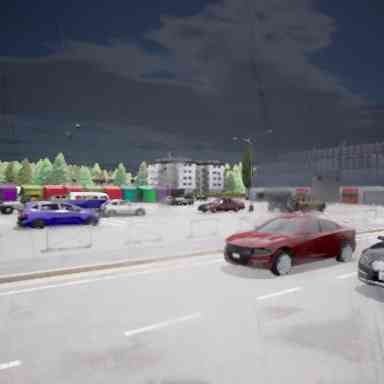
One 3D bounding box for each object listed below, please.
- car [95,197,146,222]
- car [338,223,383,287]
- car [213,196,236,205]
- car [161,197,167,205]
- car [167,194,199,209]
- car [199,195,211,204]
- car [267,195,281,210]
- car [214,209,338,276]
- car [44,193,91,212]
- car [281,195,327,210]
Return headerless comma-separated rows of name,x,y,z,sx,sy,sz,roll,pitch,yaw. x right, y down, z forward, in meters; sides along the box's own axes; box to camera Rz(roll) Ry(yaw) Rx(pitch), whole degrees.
car,-5.846,1.423,28.211,3.806,1.475,1.970,0,0,-35
car,6.065,1.514,8.306,4.902,1.511,2.128,0,0,-36
car,7.585,1.669,77.890,1.994,1.385,4.181,0,0,-34
car,-3.063,1.463,54.460,3.806,1.475,1.970,0,0,-35
car,-1.398,1.223,52.091,3.866,1.878,1.905,0,0,-35
car,2.105,1.596,86.066,1.882,1.535,5.008,0,0,-34
car,9.973,1.221,36.098,3.866,1.878,1.905,0,0,-35
car,3.251,1.497,10.598,5.008,1.535,1.882,0,0,-35
car,-15.684,1.183,41.949,4.605,1.855,1.932,0,0,-35
car,11.601,1.217,33.704,4.605,1.855,1.932,0,0,-35
